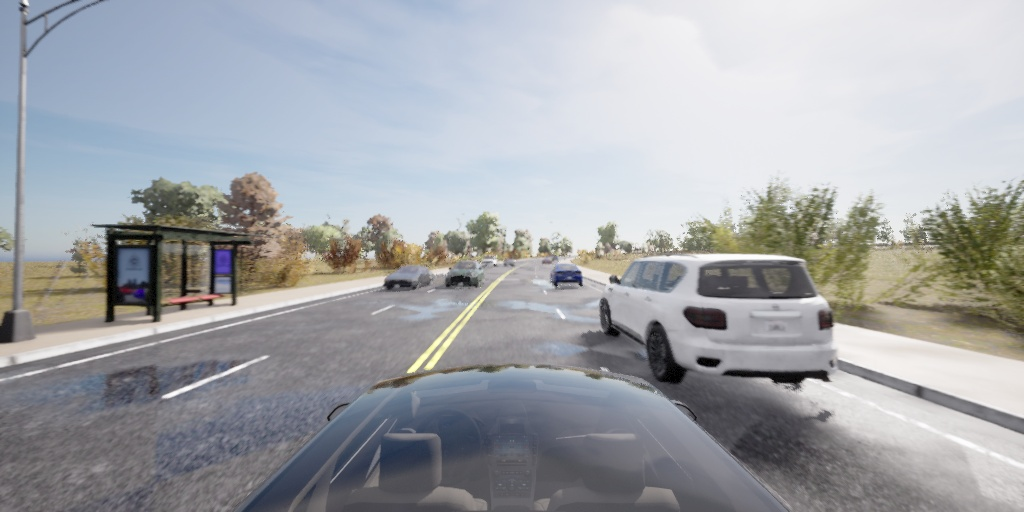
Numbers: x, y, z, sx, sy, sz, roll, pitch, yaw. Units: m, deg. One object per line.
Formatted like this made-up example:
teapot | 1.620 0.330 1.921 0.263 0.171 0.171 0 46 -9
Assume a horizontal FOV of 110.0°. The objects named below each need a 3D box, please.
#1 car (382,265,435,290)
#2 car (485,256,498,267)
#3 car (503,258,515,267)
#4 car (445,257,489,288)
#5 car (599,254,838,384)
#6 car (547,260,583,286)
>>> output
car | -6.302 1.297 22.572 2.033 1.411 5.357 0 0 2
car | -3.886 0.939 63.439 2.150 2.045 5.566 0 0 5
car | -0.495 1.205 64.823 2.128 1.511 4.902 0 0 5
car | -3.002 1.108 23.629 2.097 1.767 4.553 0 0 2
car | 3.379 0.985 7.242 2.150 2.045 5.566 0 0 0
car | 3.747 1.246 25.354 1.882 1.535 5.008 0 0 2
